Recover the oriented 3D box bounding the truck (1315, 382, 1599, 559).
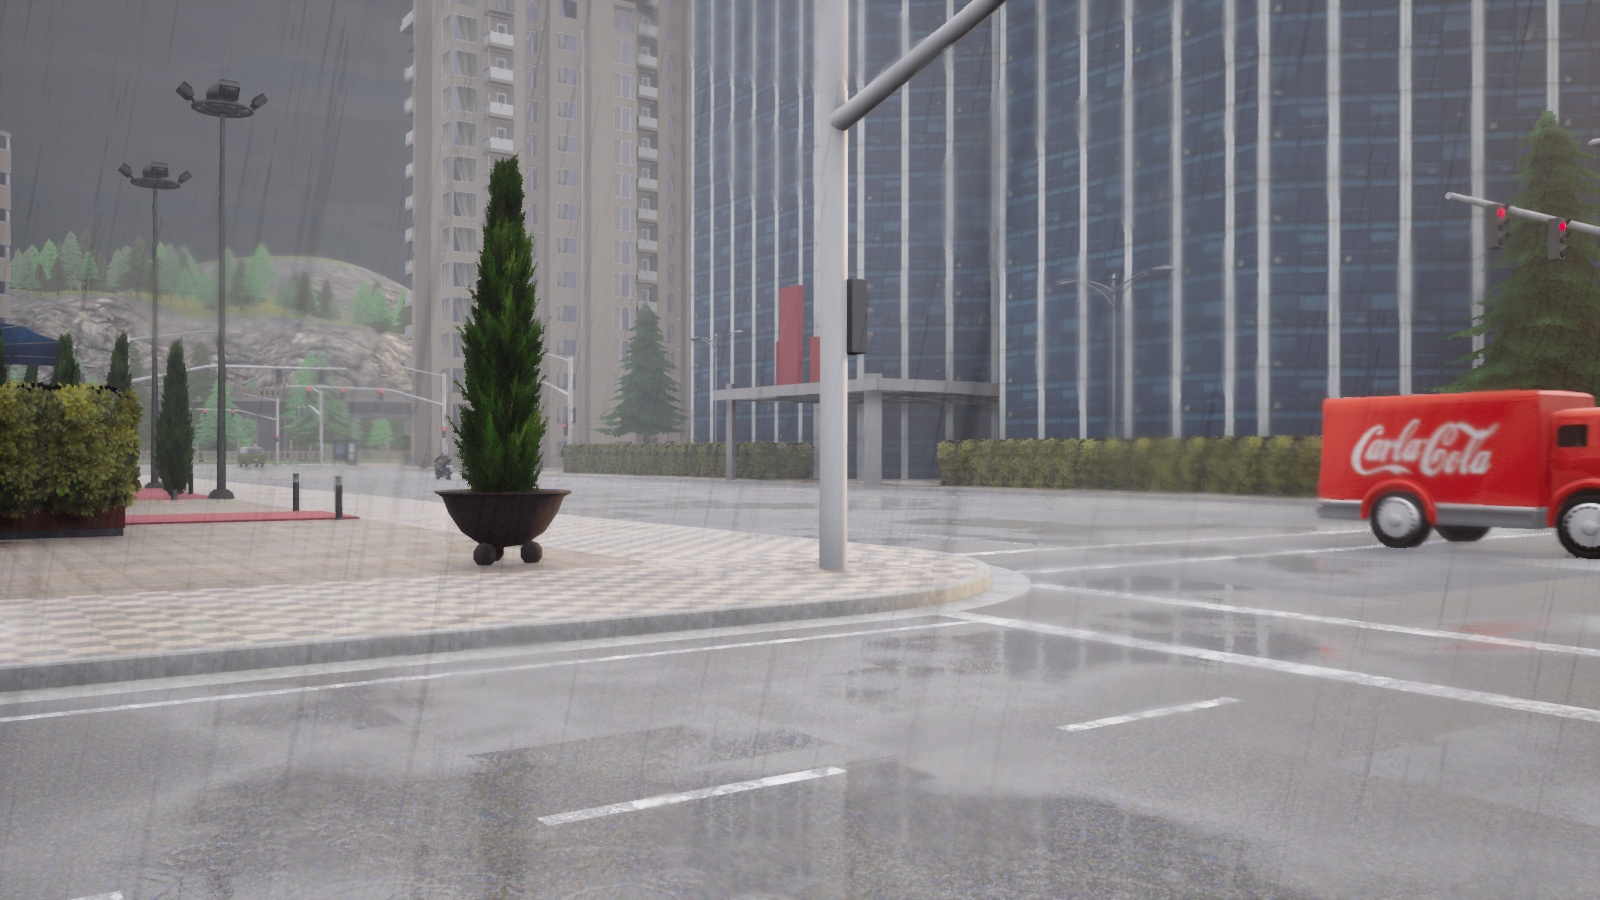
[{"bbox_3d":[11.186,0.282,19.573,2.627,2.467,5.204,0,0,-39],"label":"truck"}]

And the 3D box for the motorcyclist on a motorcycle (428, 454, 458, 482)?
[{"bbox_3d":[-19.588,0.990,68.870,0.866,1.530,2.191,0,0,-35],"label":"motorcyclist on a motorcycle"}]
